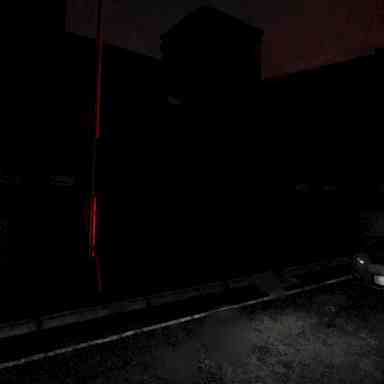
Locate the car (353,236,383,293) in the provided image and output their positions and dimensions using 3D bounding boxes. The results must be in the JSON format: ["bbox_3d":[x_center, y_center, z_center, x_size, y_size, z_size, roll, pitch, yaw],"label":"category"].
[{"bbox_3d":[5.798,1.486,7.980,4.902,1.511,2.128,0,0,-35],"label":"car"}]
